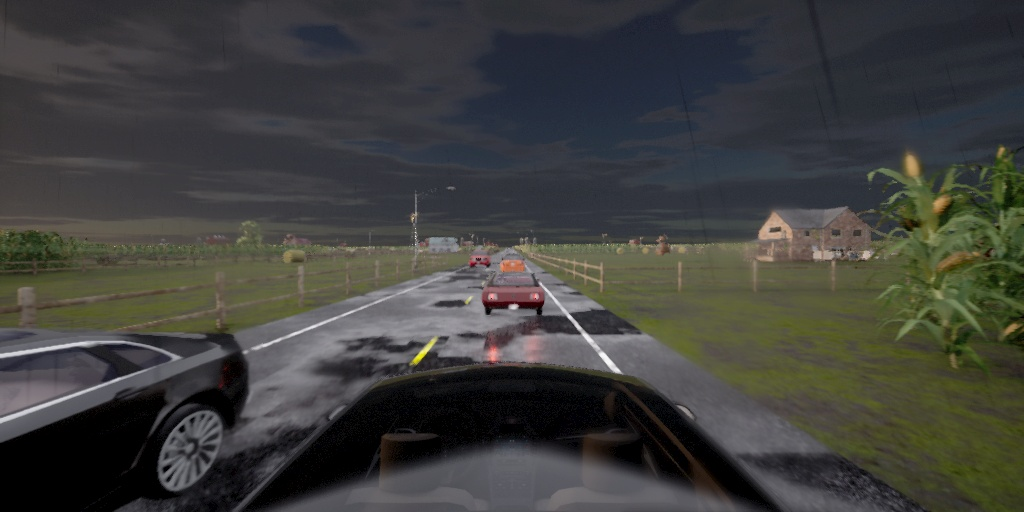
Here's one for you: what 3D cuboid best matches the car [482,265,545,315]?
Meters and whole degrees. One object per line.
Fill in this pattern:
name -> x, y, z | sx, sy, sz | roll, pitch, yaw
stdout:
car -> 0.061, 1.171, 12.646 | 1.895, 1.301, 4.718 | 0, 1, 0

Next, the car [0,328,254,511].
car -> -3.578, 1.243, 1.617 | 2.128, 1.511, 4.902 | 0, 1, 0

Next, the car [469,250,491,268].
car -> -3.586, 0.301, 41.222 | 2.150, 2.045, 5.566 | 0, 1, 0

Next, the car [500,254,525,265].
car -> 0.075, 0.605, 31.406 | 2.097, 1.767, 4.553 | 0, 1, 0
